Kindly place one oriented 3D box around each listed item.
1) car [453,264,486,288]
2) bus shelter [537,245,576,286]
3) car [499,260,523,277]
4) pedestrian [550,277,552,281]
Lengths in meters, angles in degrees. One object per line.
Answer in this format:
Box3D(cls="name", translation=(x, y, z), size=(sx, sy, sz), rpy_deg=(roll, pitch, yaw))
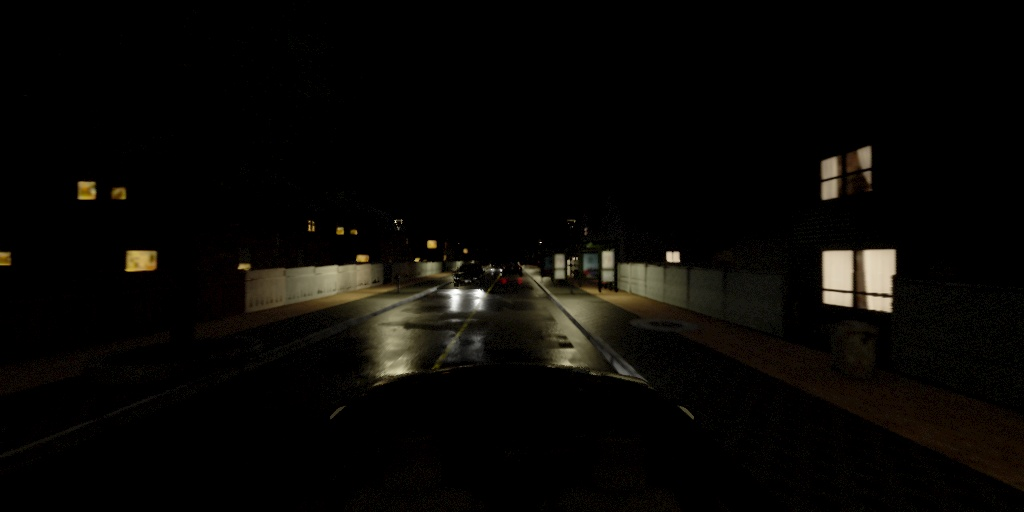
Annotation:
Box3D(cls="car", translation=(-2.840, 1.339, 24.725), size=(1.837, 1.490, 4.892), rpy_deg=(0, 0, 0))
Box3D(cls="bus shelter", translation=(3.015, 0.711, 25.155), size=(1.920, 2.740, 3.880), rpy_deg=(0, 0, 0))
Box3D(cls="car", translation=(0.052, 1.262, 38.382), size=(2.097, 1.767, 4.553), rpy_deg=(0, 0, 1))
Box3D(cls="pedestrian", translation=(3.016, 1.369, 27.627), size=(0.500, 1.100, 0.500), rpy_deg=(0, -1, -4))
